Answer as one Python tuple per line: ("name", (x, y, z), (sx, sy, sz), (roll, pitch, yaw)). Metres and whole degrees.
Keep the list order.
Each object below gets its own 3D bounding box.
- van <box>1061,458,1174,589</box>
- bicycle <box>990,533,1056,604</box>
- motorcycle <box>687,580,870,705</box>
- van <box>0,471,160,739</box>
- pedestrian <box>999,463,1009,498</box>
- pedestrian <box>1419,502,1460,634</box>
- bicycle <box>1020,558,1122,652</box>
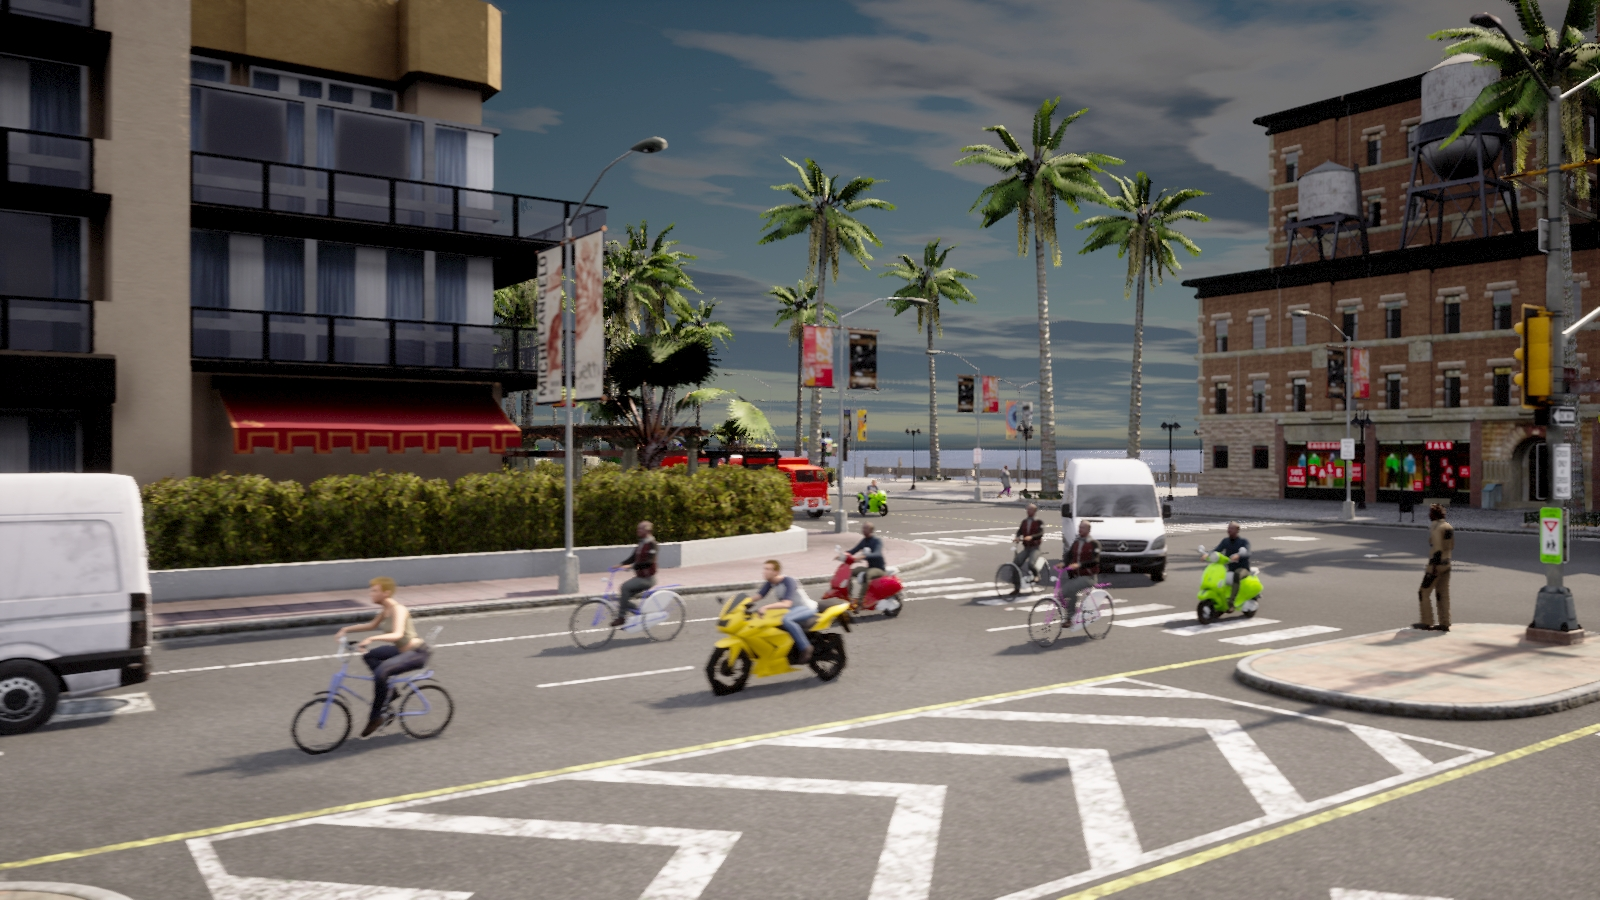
("van", (7.168, 1.517, 26.359), (1.988, 2.561, 5.915), (0, 1, 10))
("bicycle", (4.202, 2.199, 21.400), (0.329, 1.171, 1.835), (0, 0, 42))
("motorcycle", (-0.229, 2.207, 13.397), (2.033, 1.145, 0.803), (0, 0, -35))
("van", (-9.676, 1.535, 11.059), (5.915, 2.561, 1.988), (0, 0, -35))
("pedestrian", (11.126, 1.667, 62.232), (0.375, 1.860, 0.375), (0, 0, -43))
("pedestrian", (9.231, 1.692, 16.502), (0.375, 1.860, 0.375), (0, 0, -31))
("bicycle", (3.922, 2.201, 16.456), (1.835, 1.171, 0.329), (0, 0, -36))
